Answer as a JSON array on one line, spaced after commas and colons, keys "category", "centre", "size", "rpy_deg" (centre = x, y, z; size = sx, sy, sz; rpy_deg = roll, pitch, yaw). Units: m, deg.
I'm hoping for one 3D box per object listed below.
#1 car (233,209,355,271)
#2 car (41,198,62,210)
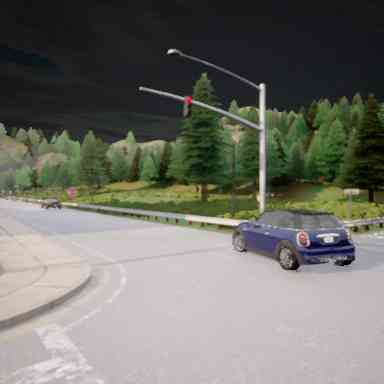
[{"category": "car", "centre": [3.109, 1.335, 11.192], "size": [2.097, 1.767, 4.553], "rpy_deg": [-1, 0, -18]}, {"category": "car", "centre": [-18.215, 1.523, 43.132], "size": [1.812, 1.442, 4.674], "rpy_deg": [0, 0, -35]}]
